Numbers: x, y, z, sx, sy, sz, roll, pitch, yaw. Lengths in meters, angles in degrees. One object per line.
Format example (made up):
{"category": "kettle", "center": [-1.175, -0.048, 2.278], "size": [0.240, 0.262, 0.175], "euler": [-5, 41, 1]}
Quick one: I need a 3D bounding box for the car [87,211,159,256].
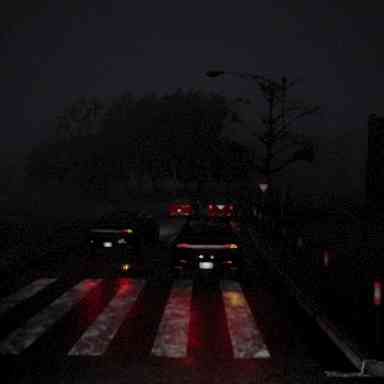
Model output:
{"category": "car", "center": [-2.543, 1.493, 13.265], "size": [2.128, 1.511, 4.902], "euler": [0, 0, 5]}

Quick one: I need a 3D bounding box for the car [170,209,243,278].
{"category": "car", "center": [0.494, 1.511, 10.230], "size": [2.128, 1.511, 4.902], "euler": [0, 0, 4]}

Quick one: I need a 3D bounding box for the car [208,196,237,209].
{"category": "car", "center": [2.530, 1.120, 26.791], "size": [2.097, 1.767, 4.553], "euler": [1, 2, 10]}

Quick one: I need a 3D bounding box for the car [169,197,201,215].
{"category": "car", "center": [-0.518, 1.185, 28.111], "size": [1.882, 1.535, 5.008], "euler": [1, 2, 11]}
